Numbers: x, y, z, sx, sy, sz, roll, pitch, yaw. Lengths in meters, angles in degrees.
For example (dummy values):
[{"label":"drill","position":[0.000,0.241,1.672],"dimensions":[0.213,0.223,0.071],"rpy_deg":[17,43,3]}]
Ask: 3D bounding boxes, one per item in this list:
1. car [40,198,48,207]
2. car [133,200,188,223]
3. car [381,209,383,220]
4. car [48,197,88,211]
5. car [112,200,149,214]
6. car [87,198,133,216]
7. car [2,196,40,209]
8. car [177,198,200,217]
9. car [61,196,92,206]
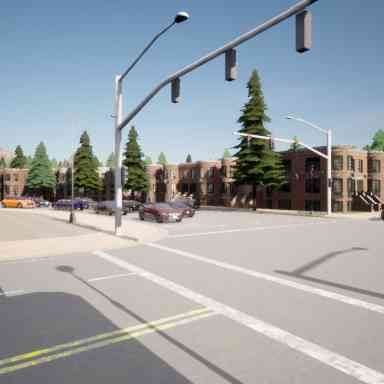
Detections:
[{"label":"car","position":[-23.202,1.492,49.116],"dimensions":[4.902,1.511,2.128],"rpy_deg":[0,0,23]},{"label":"car","position":[-2.543,1.526,25.566],"dimensions":[1.812,1.442,4.674],"rpy_deg":[0,0,-35]},{"label":"car","position":[16.626,1.351,25.331],"dimensions":[4.553,1.767,2.097],"rpy_deg":[0,0,-24]},{"label":"car","position":[-14.898,1.601,40.030],"dimensions":[4.718,1.301,1.895],"rpy_deg":[0,0,38]},{"label":"car","position":[-6.908,1.601,37.017],"dimensions":[1.895,1.301,4.718],"rpy_deg":[0,0,-41]},{"label":"car","position":[-8.215,1.547,33.250],"dimensions":[2.033,1.411,5.357],"rpy_deg":[0,0,-38]},{"label":"car","position":[-23.615,1.352,45.436],"dimensions":[4.553,1.767,2.097],"rpy_deg":[0,0,25]},{"label":"car","position":[-1.553,1.564,30.084],"dimensions":[1.994,1.385,4.181],"rpy_deg":[0,0,-37]},{"label":"car","position":[-19.150,1.505,55.033],"dimensions":[4.892,1.490,1.837],"rpy_deg":[0,-1,25]}]
